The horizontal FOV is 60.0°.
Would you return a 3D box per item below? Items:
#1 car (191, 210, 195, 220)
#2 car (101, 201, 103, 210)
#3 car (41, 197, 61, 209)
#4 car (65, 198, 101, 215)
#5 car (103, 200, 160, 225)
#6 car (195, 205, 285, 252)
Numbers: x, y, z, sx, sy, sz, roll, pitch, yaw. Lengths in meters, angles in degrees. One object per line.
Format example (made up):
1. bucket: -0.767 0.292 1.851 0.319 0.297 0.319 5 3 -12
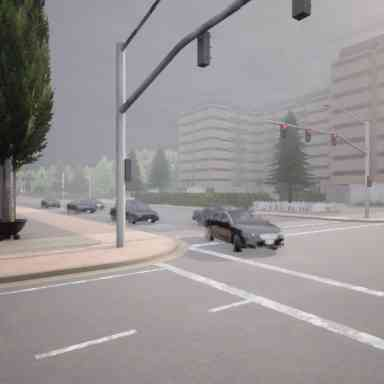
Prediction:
1. car: 2.143 1.552 21.804 2.033 1.411 5.357 0 0 -37
2. car: -12.736 1.497 42.302 2.128 1.511 4.902 0 0 -36
3. car: -19.379 1.508 45.570 1.837 1.490 4.892 0 0 -35
4. car: -11.768 1.551 34.964 2.033 1.411 5.357 0 0 -36
5. car: -4.434 1.551 24.803 2.033 1.411 5.357 0 0 -36
6. car: 2.008 1.495 14.018 2.128 1.511 4.902 0 0 -17
